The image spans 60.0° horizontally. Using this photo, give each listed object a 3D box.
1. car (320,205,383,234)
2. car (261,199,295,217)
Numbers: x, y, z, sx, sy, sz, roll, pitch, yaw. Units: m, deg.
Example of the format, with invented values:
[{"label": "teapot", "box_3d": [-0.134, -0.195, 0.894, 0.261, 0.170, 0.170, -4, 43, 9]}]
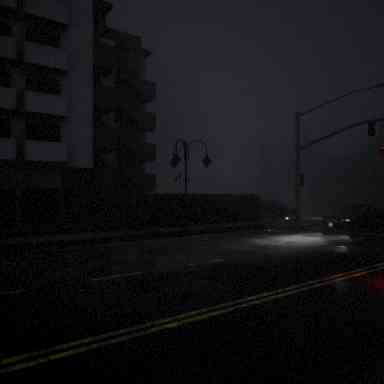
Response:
[{"label": "car", "box_3d": [9.430, 1.491, 19.254, 4.902, 1.511, 2.128, 0, 0, -35]}, {"label": "car", "box_3d": [7.818, 1.478, 32.198, 1.882, 1.535, 5.008, 0, 0, -38]}]
